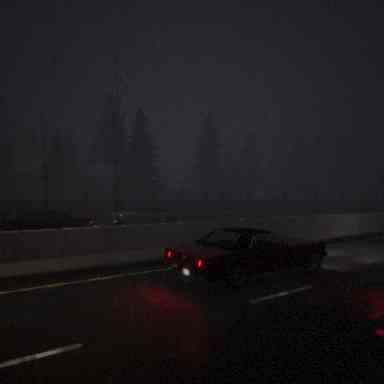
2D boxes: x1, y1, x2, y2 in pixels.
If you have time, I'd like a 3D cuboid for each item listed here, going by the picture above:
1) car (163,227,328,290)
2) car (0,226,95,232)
[{"bbox_3d":[1.679,1.641,9.231,4.718,1.301,1.895,1,0,-35],"label":"car"},{"bbox_3d":[-7.450,1.522,15.872,5.357,1.411,2.033,1,0,-35],"label":"car"}]
